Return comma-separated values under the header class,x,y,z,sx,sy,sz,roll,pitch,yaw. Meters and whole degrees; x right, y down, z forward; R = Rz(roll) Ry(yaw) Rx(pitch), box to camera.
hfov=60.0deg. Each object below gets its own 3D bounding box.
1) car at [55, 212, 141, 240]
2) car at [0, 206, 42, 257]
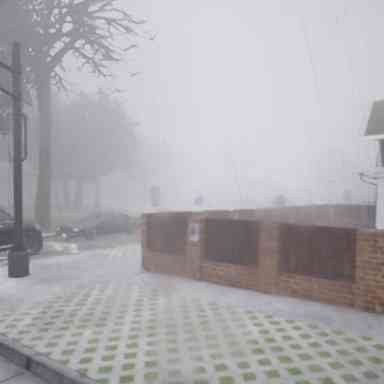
class,x,y,z,sx,sy,sz,roll,pitch,yaw
car,-5.107,1.858,19.239,2.033,1.411,5.357,-1,-1,32
car,-7.278,1.371,10.845,2.150,2.045,5.566,-2,-2,7
